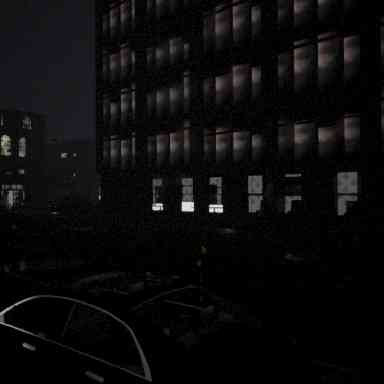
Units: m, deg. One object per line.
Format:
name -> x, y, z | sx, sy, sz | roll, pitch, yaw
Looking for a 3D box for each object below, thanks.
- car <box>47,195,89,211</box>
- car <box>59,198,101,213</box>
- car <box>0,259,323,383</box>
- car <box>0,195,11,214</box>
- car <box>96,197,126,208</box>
car -> -15.581, 1.365, 42.470 | 2.150, 2.045, 5.566 | 0, -1, 37
car -> -12.190, 1.683, 37.264 | 1.802, 1.307, 4.206 | -1, -1, 36
car -> -0.955, 1.551, 3.557 | 4.403, 1.369, 2.008 | 0, 0, 35
car -> -21.695, 1.315, 34.166 | 2.150, 2.045, 5.566 | 0, -1, 36
car -> -12.416, 1.643, 51.170 | 1.967, 1.590, 4.097 | -1, -1, 36
